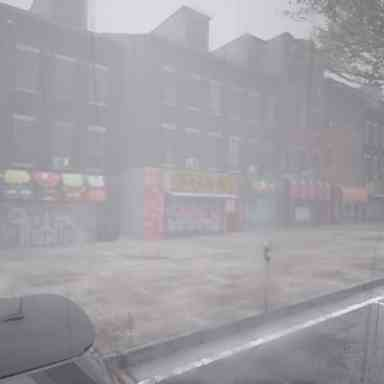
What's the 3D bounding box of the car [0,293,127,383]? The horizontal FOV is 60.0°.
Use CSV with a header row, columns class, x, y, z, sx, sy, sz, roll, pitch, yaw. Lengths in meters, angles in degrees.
class,x,y,z,sx,sy,sz,roll,pitch,yaw
car,-2.117,1.431,1.270,4.097,1.590,1.967,1,1,-35
